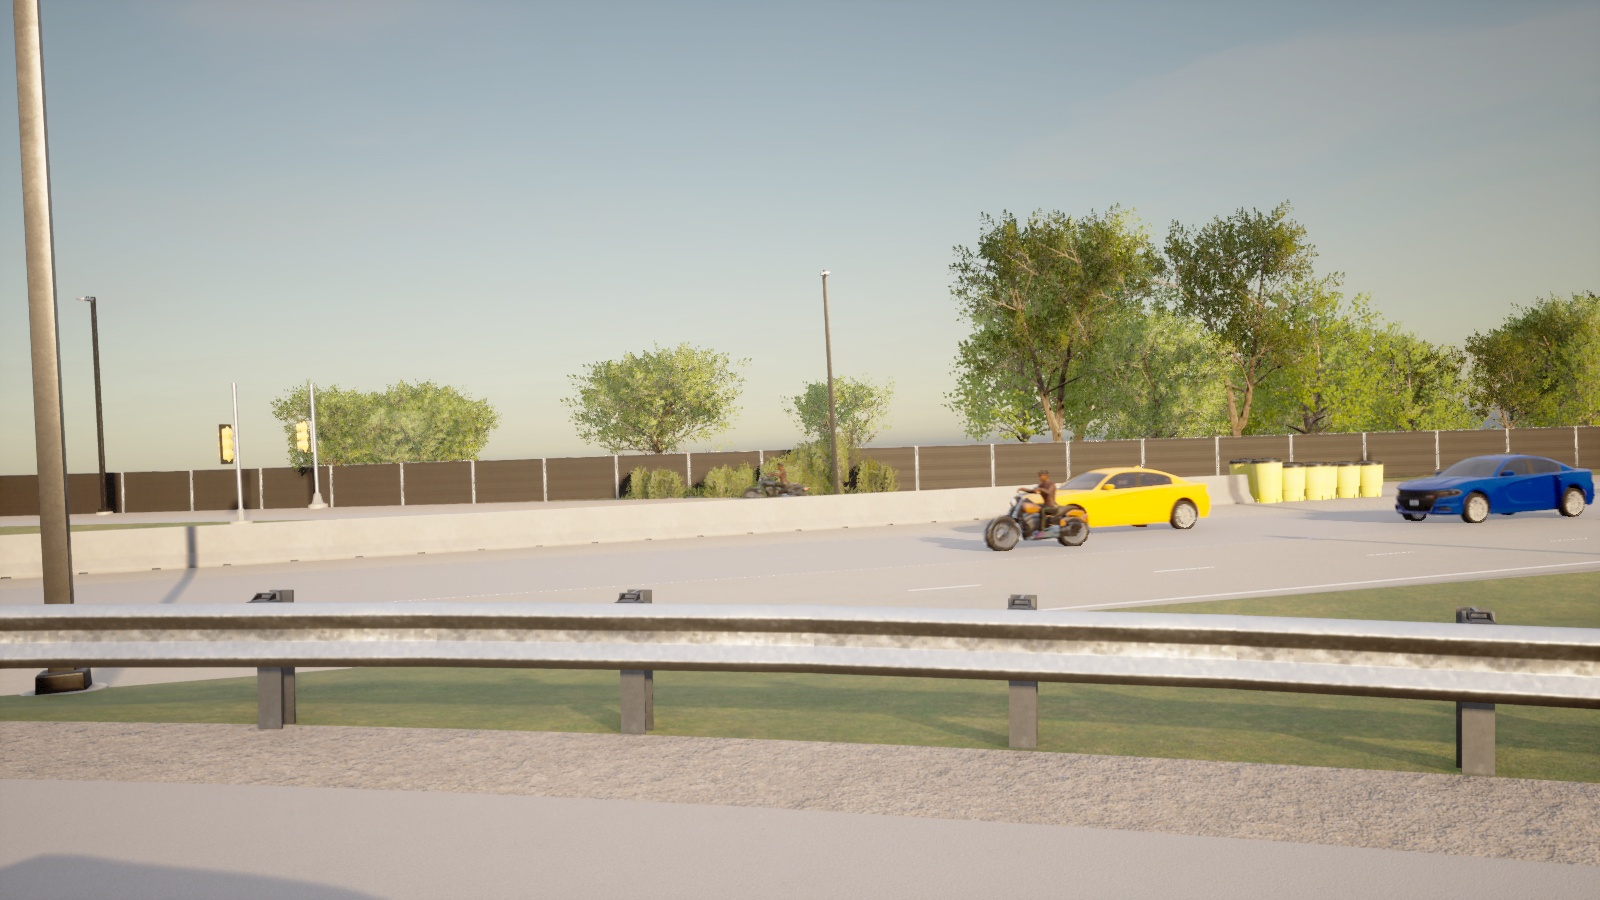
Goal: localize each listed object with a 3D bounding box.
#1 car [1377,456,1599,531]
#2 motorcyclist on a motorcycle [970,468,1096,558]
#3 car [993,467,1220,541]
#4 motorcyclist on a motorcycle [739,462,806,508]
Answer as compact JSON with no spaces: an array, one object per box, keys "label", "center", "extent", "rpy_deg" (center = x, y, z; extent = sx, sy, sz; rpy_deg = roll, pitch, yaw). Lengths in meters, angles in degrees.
[{"label":"car","center":[16.249,0.985,29.509],"extent":[5.008,1.535,1.882],"rpy_deg":[-1,-1,-21]},{"label":"motorcyclist on a motorcycle","center":[4.636,1.226,24.972],"extent":[2.350,1.649,0.766],"rpy_deg":[-2,-1,-21]},{"label":"car","center":[7.275,1.231,29.760],"extent":[5.008,1.535,1.882],"rpy_deg":[-1,-1,-21]},{"label":"motorcyclist on a motorcycle","center":[-0.999,1.279,46.282],"extent":[2.350,1.649,0.766],"rpy_deg":[-1,0,4]}]
